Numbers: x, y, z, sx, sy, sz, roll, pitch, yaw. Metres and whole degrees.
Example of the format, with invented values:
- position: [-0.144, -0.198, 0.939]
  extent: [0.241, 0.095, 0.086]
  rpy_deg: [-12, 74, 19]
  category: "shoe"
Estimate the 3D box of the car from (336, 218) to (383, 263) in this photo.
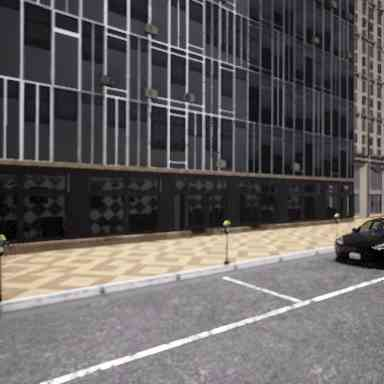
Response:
- position: [6.729, 1.582, 11.390]
  extent: [4.313, 1.339, 1.947]
  rpy_deg: [0, 0, -36]
  category: "car"
